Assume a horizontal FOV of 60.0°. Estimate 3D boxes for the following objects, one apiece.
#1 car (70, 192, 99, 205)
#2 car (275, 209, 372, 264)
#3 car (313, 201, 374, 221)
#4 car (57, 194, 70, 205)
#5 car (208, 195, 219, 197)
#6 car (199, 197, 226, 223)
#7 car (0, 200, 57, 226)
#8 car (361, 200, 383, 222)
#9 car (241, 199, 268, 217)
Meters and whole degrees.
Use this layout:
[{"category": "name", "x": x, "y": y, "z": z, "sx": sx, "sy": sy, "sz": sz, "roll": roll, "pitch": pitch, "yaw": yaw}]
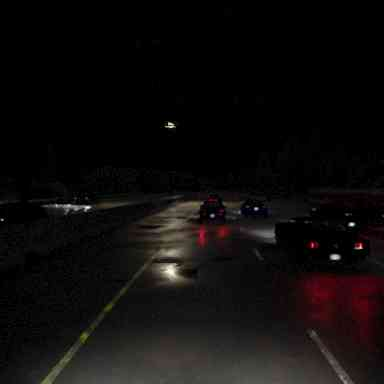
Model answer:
[{"category": "car", "x": -14.652, "y": 0.915, "z": 46.241, "sx": 2.097, "sy": 1.767, "sz": 4.553, "roll": 0, "pitch": 1, "yaw": 4}, {"category": "car", "x": 4.151, "y": 1.507, "z": 11.516, "sx": 1.895, "sy": 1.301, "sz": 4.718, "roll": 0, "pitch": 1, "yaw": 4}, {"category": "car", "x": 8.166, "y": 1.353, "z": 19.053, "sx": 1.837, "sy": 1.490, "sz": 4.892, "roll": 0, "pitch": 1, "yaw": 4}, {"category": "car", "x": -17.990, "y": 1.063, "z": 48.424, "sx": 1.812, "sy": 1.442, "sz": 4.674, "roll": 0, "pitch": 0, "yaw": 4}, {"category": "car", "x": 2.720, "y": 1.142, "z": 41.862, "sx": 1.837, "sy": 1.490, "sz": 4.892, "roll": 0, "pitch": 1, "yaw": 4}, {"category": "car", "x": 1.455, "y": 1.320, "z": 23.677, "sx": 1.812, "sy": 1.442, "sz": 4.674, "roll": 0, "pitch": 0, "yaw": 4}, {"category": "car", "x": -9.657, "y": 1.313, "z": 17.998, "sx": 2.128, "sy": 1.511, "sz": 4.902, "roll": 0, "pitch": 1, "yaw": 4}, {"category": "car", "x": 11.930, "y": 1.300, "z": 22.817, "sx": 1.882, "sy": 1.535, "sz": 5.008, "roll": 0, "pitch": 1, "yaw": 4}, {"category": "car", "x": 5.328, "y": 1.320, "z": 28.848, "sx": 1.994, "sy": 1.385, "sz": 4.181, "roll": 0, "pitch": 1, "yaw": 4}]
